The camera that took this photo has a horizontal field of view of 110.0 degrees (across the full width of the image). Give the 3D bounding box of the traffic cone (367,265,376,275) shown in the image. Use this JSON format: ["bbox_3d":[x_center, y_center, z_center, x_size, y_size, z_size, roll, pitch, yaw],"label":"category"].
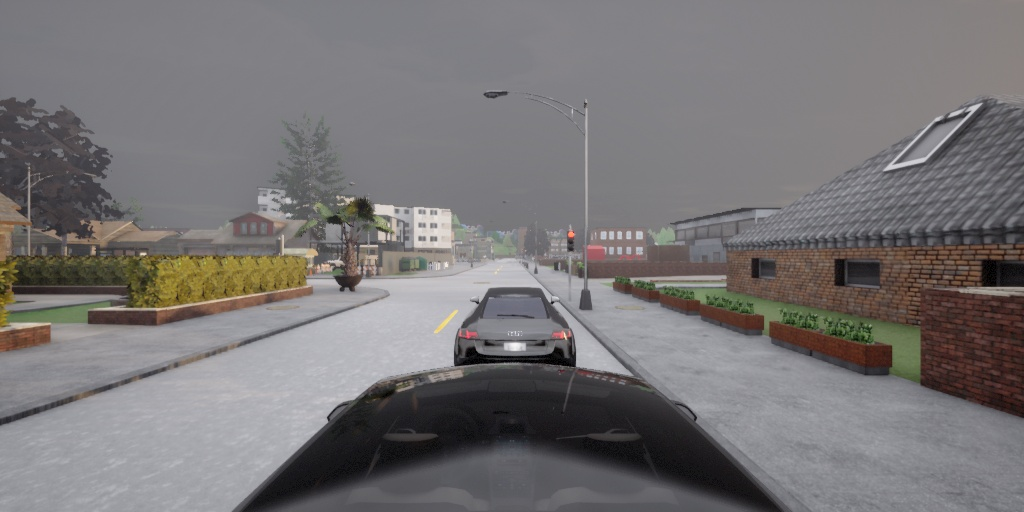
[{"bbox_3d":[-15.752,1.563,40.143,0.344,0.586,0.344,0,0,0],"label":"traffic cone"}]

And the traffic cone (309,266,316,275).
[{"bbox_3d":[-19.799,1.570,35.259,0.344,0.586,0.344,0,0,0],"label":"traffic cone"}]

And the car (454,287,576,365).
[{"bbox_3d":[0.059,1.314,7.326,1.994,1.385,4.181,0,0,0],"label":"car"}]

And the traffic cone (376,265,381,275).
[{"bbox_3d":[-15.391,1.560,40.712,0.344,0.586,0.344,0,0,0],"label":"traffic cone"}]
